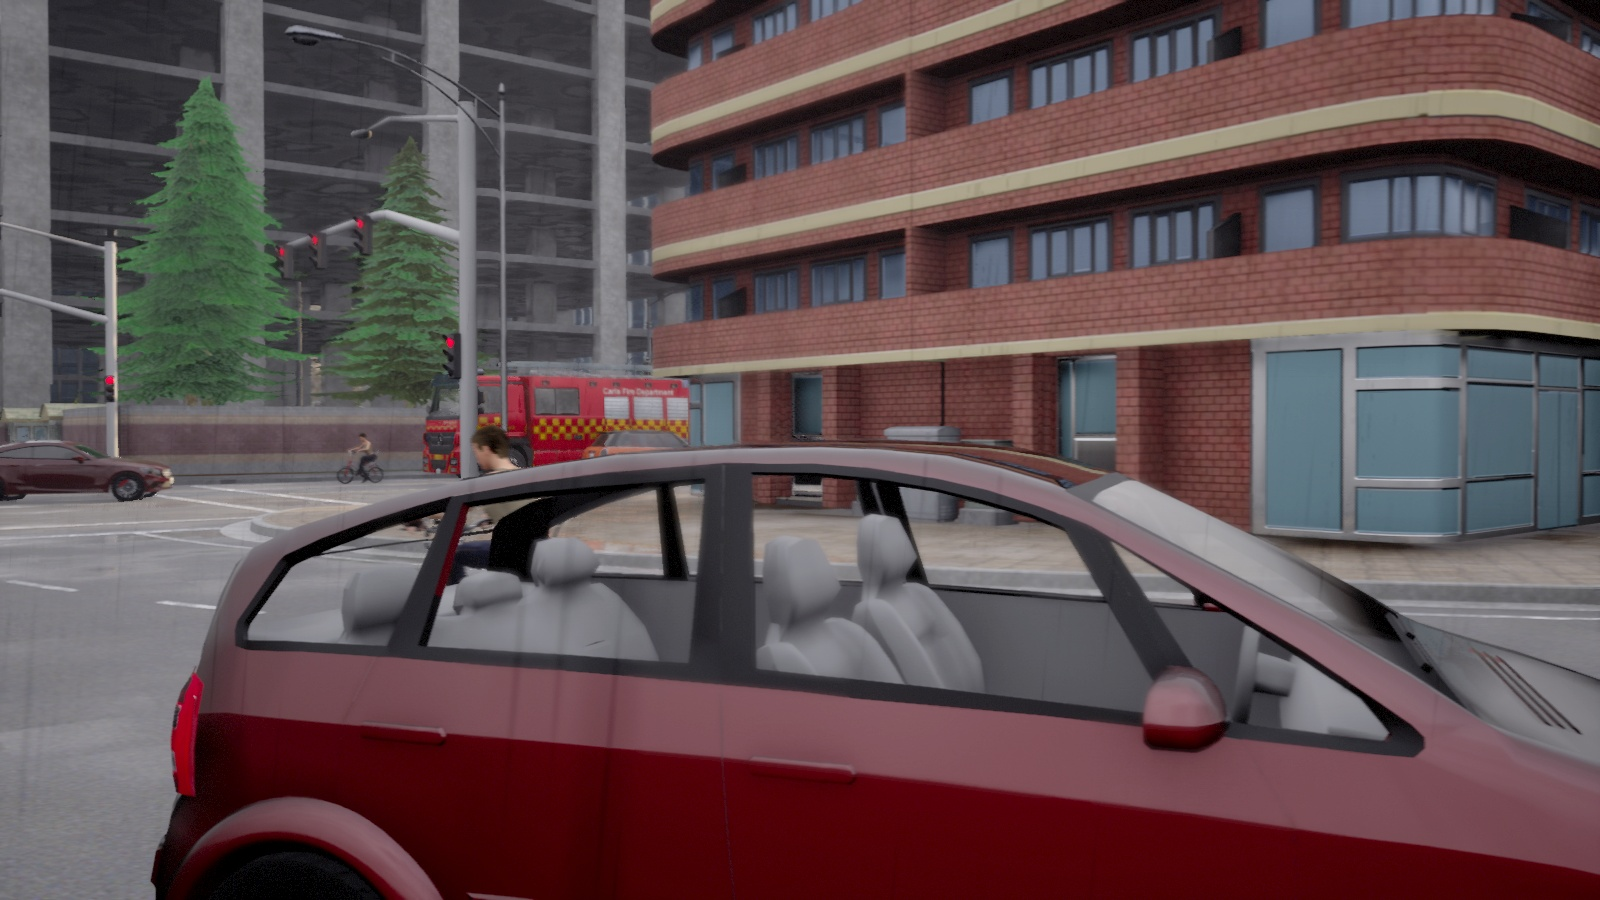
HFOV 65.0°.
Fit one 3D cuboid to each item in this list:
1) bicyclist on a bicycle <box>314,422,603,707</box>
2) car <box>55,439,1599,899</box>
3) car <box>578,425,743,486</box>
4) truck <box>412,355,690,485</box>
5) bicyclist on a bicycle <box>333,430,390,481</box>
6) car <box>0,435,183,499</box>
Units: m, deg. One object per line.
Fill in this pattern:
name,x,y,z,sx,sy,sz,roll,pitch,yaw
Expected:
bicyclist on a bicycle,-2.107,0.638,7.784,1.509,1.612,0.866,1,0,24
car,0.359,0.761,3.062,3.705,1.549,1.789,0,1,20
car,-4.258,0.145,38.490,4.553,1.767,2.097,0,1,-30
truck,-7.891,-0.926,40.660,8.468,3.827,2.891,0,1,-39
bicyclist on a bicycle,-14.038,0.158,40.181,1.509,1.612,0.866,0,1,-39
car,-17.300,0.366,29.643,4.674,1.442,1.812,0,1,-16
